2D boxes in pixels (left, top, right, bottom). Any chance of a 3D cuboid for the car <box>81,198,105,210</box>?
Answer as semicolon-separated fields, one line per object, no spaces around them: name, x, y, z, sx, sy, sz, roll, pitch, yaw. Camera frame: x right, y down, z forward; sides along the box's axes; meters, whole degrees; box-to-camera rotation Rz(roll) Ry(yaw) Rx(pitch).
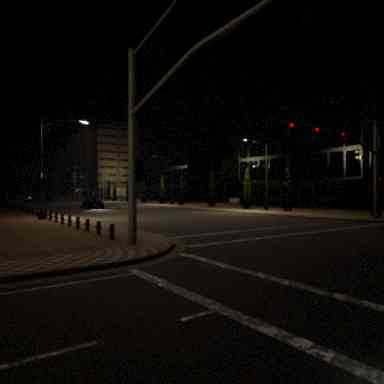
car;-12.710;1.518;42.584;1.994;1.385;4.181;0;0;-35
